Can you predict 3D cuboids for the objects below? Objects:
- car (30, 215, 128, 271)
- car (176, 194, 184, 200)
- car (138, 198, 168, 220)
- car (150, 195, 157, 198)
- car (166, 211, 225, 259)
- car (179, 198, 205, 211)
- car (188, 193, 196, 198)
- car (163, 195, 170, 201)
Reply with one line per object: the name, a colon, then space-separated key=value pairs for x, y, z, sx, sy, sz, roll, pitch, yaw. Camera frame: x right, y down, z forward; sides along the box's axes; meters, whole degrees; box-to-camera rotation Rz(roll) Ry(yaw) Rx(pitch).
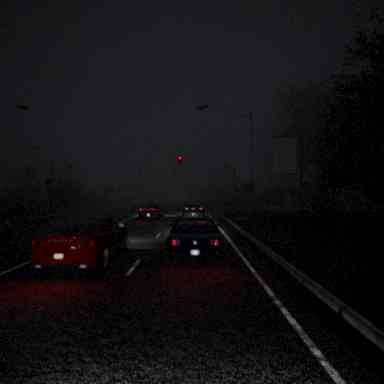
car: x=-3.401 y=1.486 z=10.951 sx=1.882 sy=1.535 sz=5.008 roll=0 pitch=0 yaw=0
car: x=-3.504 y=1.604 z=95.294 sx=2.033 sy=1.411 sz=5.357 roll=0 pitch=0 yaw=0
car: x=-3.402 y=1.527 z=28.331 sx=1.837 sy=1.490 sz=4.892 roll=0 pitch=0 yaw=0
car: x=-10.505 y=1.595 z=90.955 sx=2.128 sy=1.511 sz=4.902 roll=0 pitch=0 yaw=0
car: x=0.099 y=1.611 z=12.645 sx=1.895 sy=1.301 sz=4.718 roll=0 pitch=0 yaw=0
car: x=0.102 y=1.513 z=28.222 sx=2.128 sy=1.511 sz=4.902 roll=0 pitch=0 yaw=0
car: x=-0.004 y=1.289 z=95.325 sx=2.150 sy=2.045 sz=5.566 roll=0 pitch=0 yaw=0
car: x=-7.005 y=1.622 z=90.945 sx=1.994 sy=1.385 sz=4.181 roll=0 pitch=0 yaw=0
